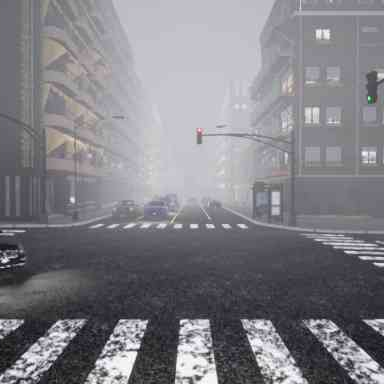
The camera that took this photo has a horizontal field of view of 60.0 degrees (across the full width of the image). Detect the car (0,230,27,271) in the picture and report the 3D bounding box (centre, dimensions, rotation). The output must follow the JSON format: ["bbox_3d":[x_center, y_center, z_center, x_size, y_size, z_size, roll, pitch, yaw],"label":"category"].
[{"bbox_3d":[-6.930,1.489,9.615,4.892,1.490,1.837,1,-2,26],"label":"car"}]

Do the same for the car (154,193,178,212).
[{"bbox_3d":[-3.097,1.348,38.974,2.097,1.767,4.553,0,0,0],"label":"car"}]

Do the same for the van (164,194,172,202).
[{"bbox_3d":[-5.712,1.335,80.014,1.690,1.788,3.998,0,0,0],"label":"van"}]

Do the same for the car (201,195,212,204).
[{"bbox_3d":[2.672,1.435,63.094,1.967,1.590,4.097,0,0,0],"label":"car"}]

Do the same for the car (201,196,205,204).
[{"bbox_3d":[2.677,1.541,46.177,1.887,1.381,4.507,0,0,0],"label":"car"}]

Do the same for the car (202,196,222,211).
[{"bbox_3d":[2.678,1.547,40.539,2.008,1.369,4.403,0,0,0],"label":"car"}]

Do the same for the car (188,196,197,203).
[{"bbox_3d":[0.082,1.559,69.764,1.994,1.385,4.181,0,0,0],"label":"car"}]

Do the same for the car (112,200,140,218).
[{"bbox_3d":[-5.700,1.437,29.265,1.967,1.590,4.097,0,0,0],"label":"car"}]

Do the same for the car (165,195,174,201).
[{"bbox_3d":[-5.713,1.543,85.652,2.008,1.369,4.403,0,0,0],"label":"car"}]

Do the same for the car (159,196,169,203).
[{"bbox_3d":[-5.709,1.520,68.566,1.752,1.417,4.829,0,0,0],"label":"car"}]

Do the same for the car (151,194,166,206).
[{"bbox_3d":[-5.708,1.311,57.458,2.192,1.841,5.009,0,0,0],"label":"car"}]

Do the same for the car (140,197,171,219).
[{"bbox_3d":[-3.095,1.474,29.347,1.882,1.535,5.008,0,0,-1],"label":"car"}]
